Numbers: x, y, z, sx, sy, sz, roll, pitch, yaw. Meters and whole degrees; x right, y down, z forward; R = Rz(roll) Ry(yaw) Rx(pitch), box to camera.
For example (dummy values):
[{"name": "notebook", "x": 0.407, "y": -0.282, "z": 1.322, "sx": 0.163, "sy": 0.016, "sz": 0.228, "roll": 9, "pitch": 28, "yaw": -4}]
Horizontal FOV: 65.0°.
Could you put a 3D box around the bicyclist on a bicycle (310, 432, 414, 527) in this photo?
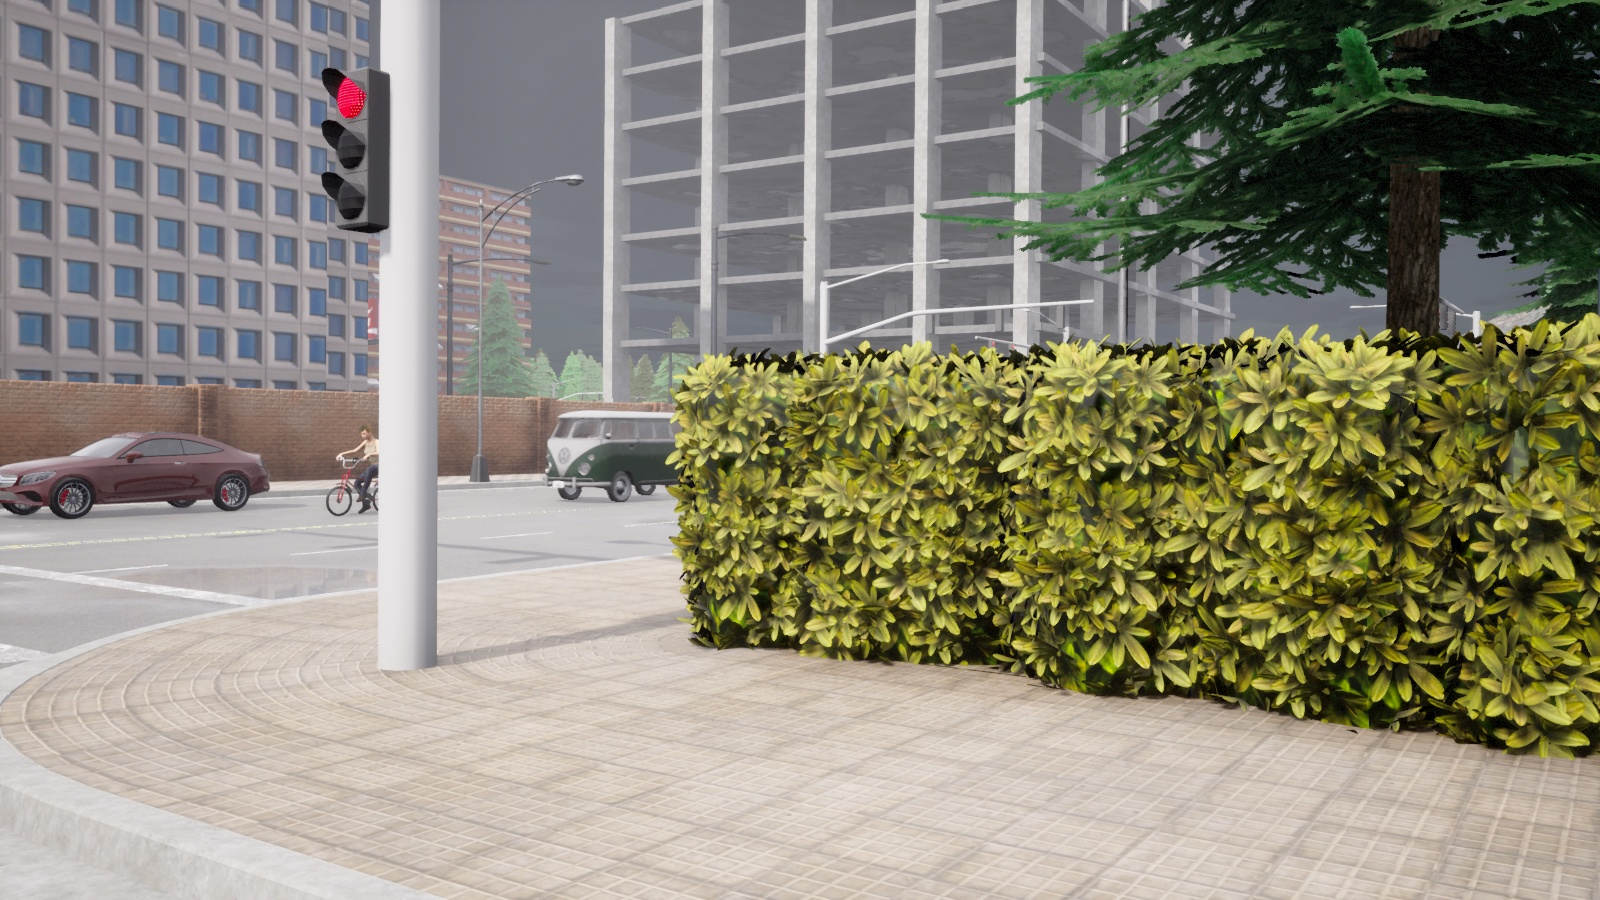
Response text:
[{"name": "bicyclist on a bicycle", "x": -7.757, "y": 0.489, "z": 22.290, "sx": 0.866, "sy": 1.612, "sz": 1.509, "roll": 0, "pitch": 1, "yaw": 34}]

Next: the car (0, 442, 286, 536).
[{"name": "car", "x": -11.841, "y": 0.613, "z": 22.469, "sx": 1.812, "sy": 1.442, "sz": 4.674, "roll": 0, "pitch": 1, "yaw": 33}]

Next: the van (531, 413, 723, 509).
[{"name": "van", "x": -3.786, "y": 0.184, "z": 28.309, "sx": 1.775, "sy": 1.987, "sz": 4.442, "roll": 0, "pitch": 1, "yaw": 33}]
